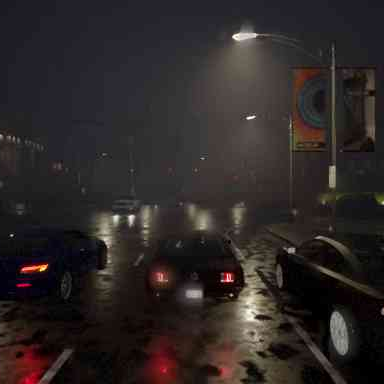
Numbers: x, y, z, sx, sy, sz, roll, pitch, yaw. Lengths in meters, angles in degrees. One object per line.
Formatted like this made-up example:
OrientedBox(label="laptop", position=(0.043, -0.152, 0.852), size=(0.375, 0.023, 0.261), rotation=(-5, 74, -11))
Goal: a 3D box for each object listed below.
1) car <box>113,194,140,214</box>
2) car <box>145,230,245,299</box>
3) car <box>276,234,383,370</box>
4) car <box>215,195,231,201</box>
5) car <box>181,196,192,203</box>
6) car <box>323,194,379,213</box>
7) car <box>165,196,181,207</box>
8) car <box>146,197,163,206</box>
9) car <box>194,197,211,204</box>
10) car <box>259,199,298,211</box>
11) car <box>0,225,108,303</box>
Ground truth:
OrientedBox(label="car", position=(-7.064, 1.221, 36.479), size=(2.150, 2.045, 5.566), rotation=(0, 0, 1))
OrientedBox(label="car", position=(0.069, 1.601, 8.375), size=(1.895, 1.301, 4.718), rotation=(0, 0, 1))
OrientedBox(label="car", position=(2.904, 1.480, 5.910), size=(2.097, 1.535, 5.008), rotation=(0, 0, 0))
OrientedBox(label="car", position=(7.737, 1.478, 83.102), size=(5.008, 1.535, 1.882), rotation=(0, 0, -43))
OrientedBox(label="car", position=(-1.711, 1.540, 71.167), size=(2.033, 1.411, 5.357), rotation=(0, 0, 26))
OrientedBox(label="car", position=(17.474, 1.223, 36.598), size=(5.566, 2.045, 2.150), rotation=(0, 0, 0))
OrientedBox(label="car", position=(-3.188, 1.526, 51.906), size=(1.812, 1.442, 4.674), rotation=(-1, 0, -5))
OrientedBox(label="car", position=(-6.367, 1.525, 56.683), size=(1.812, 1.442, 4.674), rotation=(0, 0, 9))
OrientedBox(label="car", position=(2.053, 1.601, 62.085), size=(1.895, 1.301, 4.718), rotation=(0, 0, 19))
OrientedBox(label="car", position=(10.549, 1.525, 40.616), size=(4.674, 1.442, 1.812), rotation=(0, 0, 10))
OrientedBox(label="car", position=(-3.434, 1.526, 8.052), size=(1.812, 1.442, 4.674), rotation=(0, 0, 0))
